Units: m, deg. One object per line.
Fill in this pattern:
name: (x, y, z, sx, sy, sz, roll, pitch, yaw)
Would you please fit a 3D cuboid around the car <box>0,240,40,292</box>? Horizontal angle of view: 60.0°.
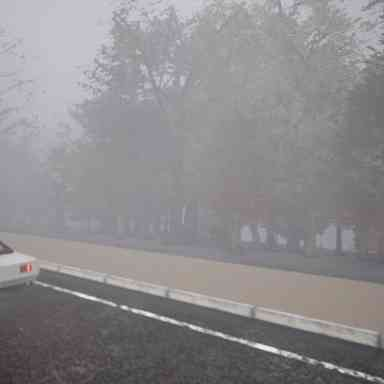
car: (-5.653, 1.625, 7.720, 4.718, 1.301, 1.895, 0, 0, 36)
